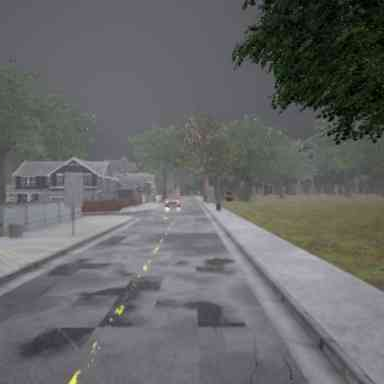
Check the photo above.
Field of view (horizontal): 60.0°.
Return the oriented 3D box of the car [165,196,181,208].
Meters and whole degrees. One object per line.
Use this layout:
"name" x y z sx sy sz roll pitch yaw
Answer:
"car" -2.764 1.351 49.237 2.097 1.767 4.553 0 -1 0
